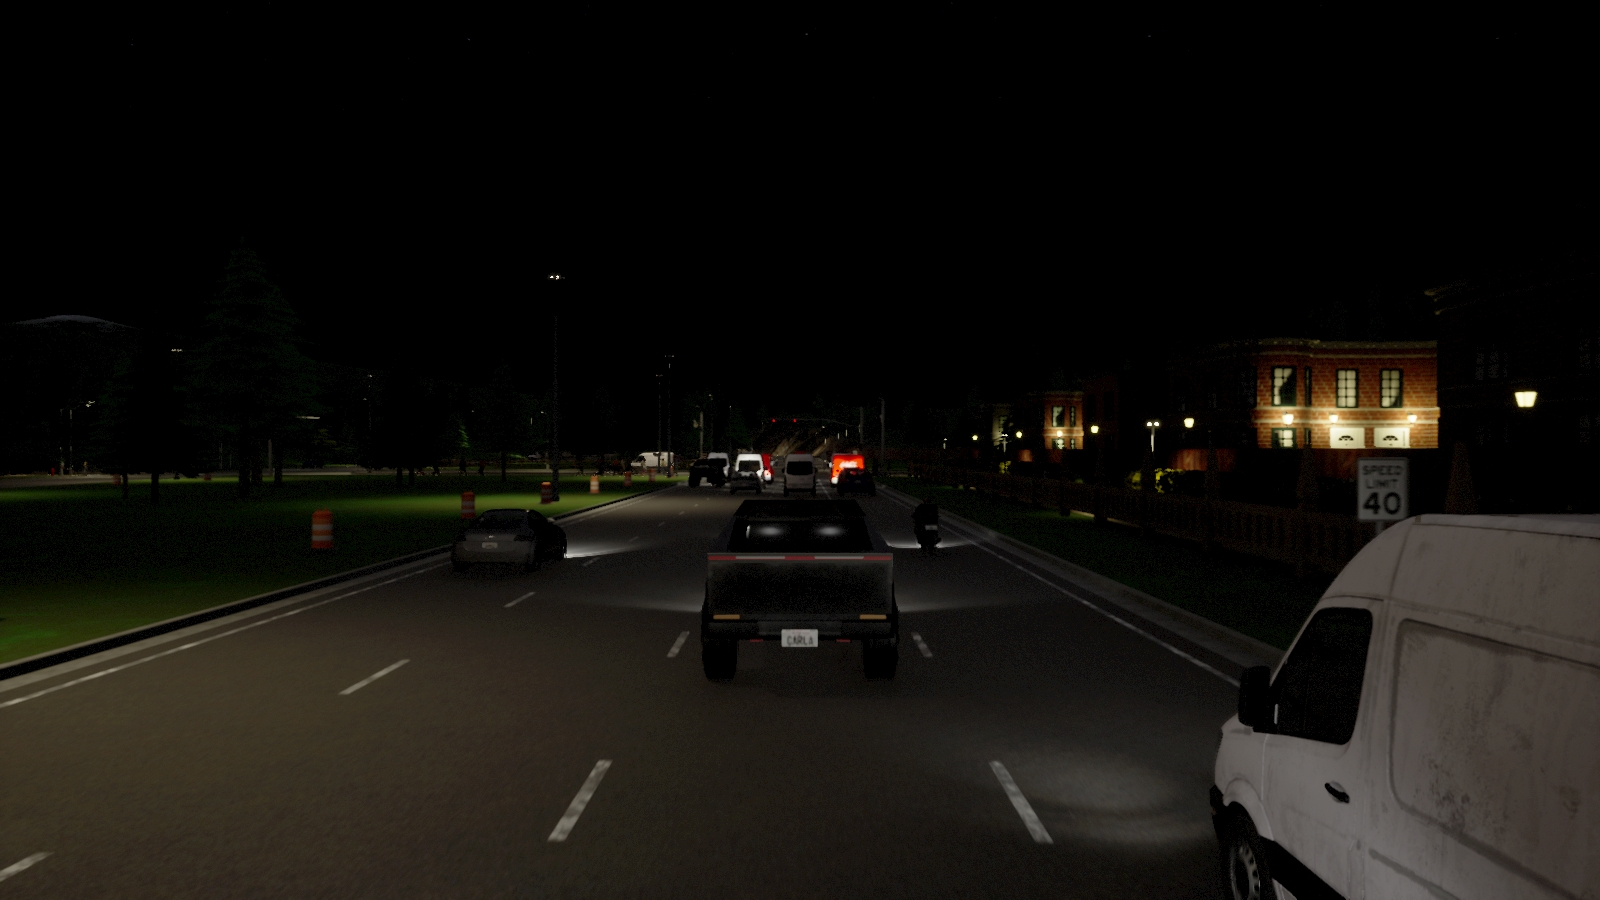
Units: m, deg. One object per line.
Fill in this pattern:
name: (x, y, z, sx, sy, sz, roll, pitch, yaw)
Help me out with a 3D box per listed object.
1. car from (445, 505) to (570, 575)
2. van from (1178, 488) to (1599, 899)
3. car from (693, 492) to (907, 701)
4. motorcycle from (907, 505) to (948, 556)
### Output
car: (-7.003, 2.119, 27.807, 1.994, 1.385, 4.181, 0, 0, 0)
van: (3.495, 1.534, 4.597, 1.988, 2.561, 5.915, 0, 0, 0)
car: (-0.002, 1.754, 15.899, 2.390, 2.098, 6.274, 0, 0, 0)
motorcycle: (3.497, 2.206, 31.514, 0.867, 1.251, 2.209, 0, 0, 0)
